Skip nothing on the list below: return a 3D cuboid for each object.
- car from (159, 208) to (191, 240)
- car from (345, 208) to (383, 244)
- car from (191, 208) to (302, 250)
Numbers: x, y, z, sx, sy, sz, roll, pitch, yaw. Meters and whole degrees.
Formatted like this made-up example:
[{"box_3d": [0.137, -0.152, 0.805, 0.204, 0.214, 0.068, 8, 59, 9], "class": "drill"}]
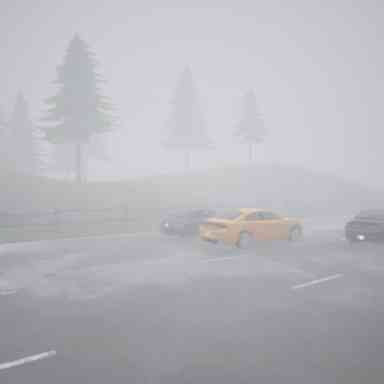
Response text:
[{"box_3d": [0.429, 1.518, 16.953, 4.181, 1.385, 1.994, 0, 0, -36], "class": "car"}, {"box_3d": [8.413, 1.441, 14.067, 4.892, 1.490, 1.837, -1, 1, -35], "class": "car"}, {"box_3d": [2.647, 1.431, 14.272, 5.008, 1.535, 1.882, -1, 0, -35], "class": "car"}]
